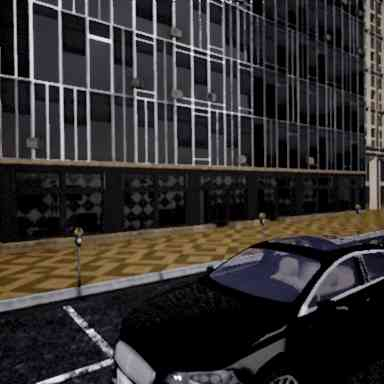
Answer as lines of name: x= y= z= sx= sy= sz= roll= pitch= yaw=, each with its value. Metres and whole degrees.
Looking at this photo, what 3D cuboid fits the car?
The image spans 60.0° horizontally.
car: x=1.406 y=1.412 z=4.373 sx=4.902 sy=1.511 sz=2.128 roll=-2 pitch=1 yaw=-35
